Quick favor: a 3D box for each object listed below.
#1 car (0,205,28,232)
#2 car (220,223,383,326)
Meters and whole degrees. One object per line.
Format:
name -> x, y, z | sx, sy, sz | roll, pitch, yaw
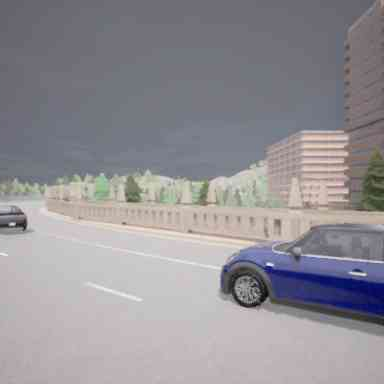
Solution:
car -> -11.213, 1.515, 19.678 | 2.128, 1.511, 4.902 | 0, 0, -41
car -> 2.802, 1.383, 6.464 | 4.553, 1.767, 2.097 | 0, 0, 36
